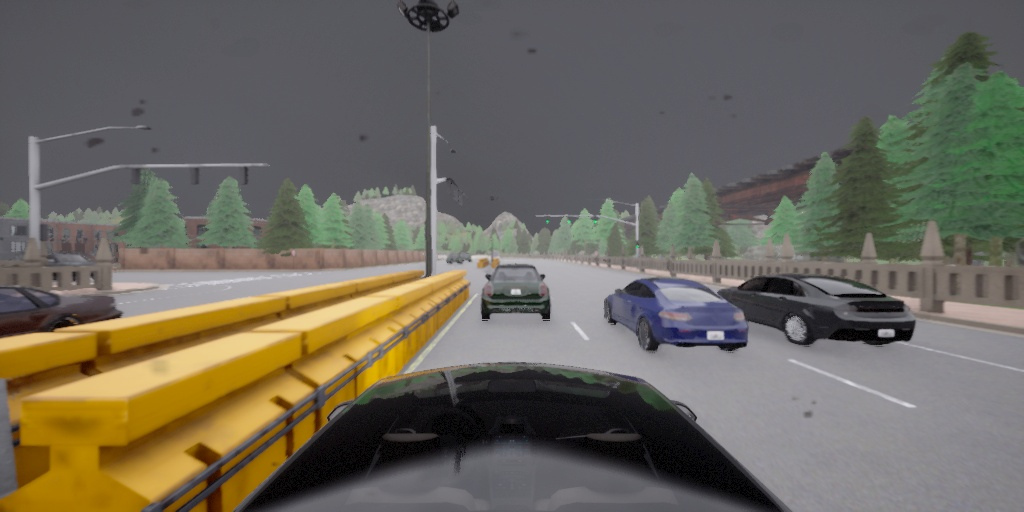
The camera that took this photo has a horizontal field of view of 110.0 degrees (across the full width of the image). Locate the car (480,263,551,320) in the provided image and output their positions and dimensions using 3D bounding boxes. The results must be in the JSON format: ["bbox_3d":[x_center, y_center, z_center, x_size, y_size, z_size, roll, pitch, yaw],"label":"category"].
[{"bbox_3d":[0.116,1.029,12.404,2.097,1.767,4.553,0,0,0],"label":"car"}]

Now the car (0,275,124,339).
[{"bbox_3d":[-10.575,1.260,6.434,2.033,1.411,5.357,0,0,0],"label":"car"}]

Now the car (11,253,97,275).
[{"bbox_3d":[-32.023,0.793,25.416,5.566,2.045,2.150,1,0,0],"label":"car"}]

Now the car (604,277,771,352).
[{"bbox_3d":[3.610,1.229,8.658,1.812,1.442,4.674,0,0,0],"label":"car"}]

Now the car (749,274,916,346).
[{"bbox_3d":[7.111,1.206,9.232,1.837,1.490,4.892,0,0,0],"label":"car"}]
